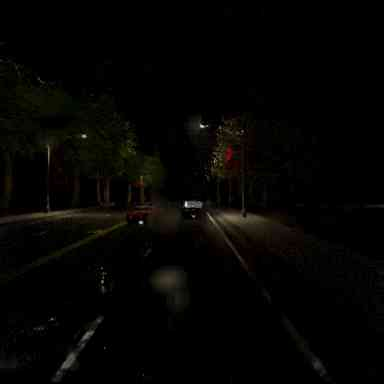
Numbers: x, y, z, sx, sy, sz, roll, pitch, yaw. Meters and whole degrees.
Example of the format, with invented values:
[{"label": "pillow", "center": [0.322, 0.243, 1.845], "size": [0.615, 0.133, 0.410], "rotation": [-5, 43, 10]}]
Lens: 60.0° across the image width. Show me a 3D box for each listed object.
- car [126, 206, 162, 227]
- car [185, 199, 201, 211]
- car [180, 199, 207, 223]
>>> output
[{"label": "car", "center": [-3.150, 1.585, 22.787], "size": [1.895, 1.301, 4.718], "rotation": [0, 0, 0]}, {"label": "car", "center": [0.101, 1.627, 42.766], "size": [1.994, 1.385, 4.181], "rotation": [0, 0, 0]}, {"label": "car", "center": [0.105, 1.478, 25.291], "size": [2.128, 1.511, 4.902], "rotation": [0, 0, 0]}]
